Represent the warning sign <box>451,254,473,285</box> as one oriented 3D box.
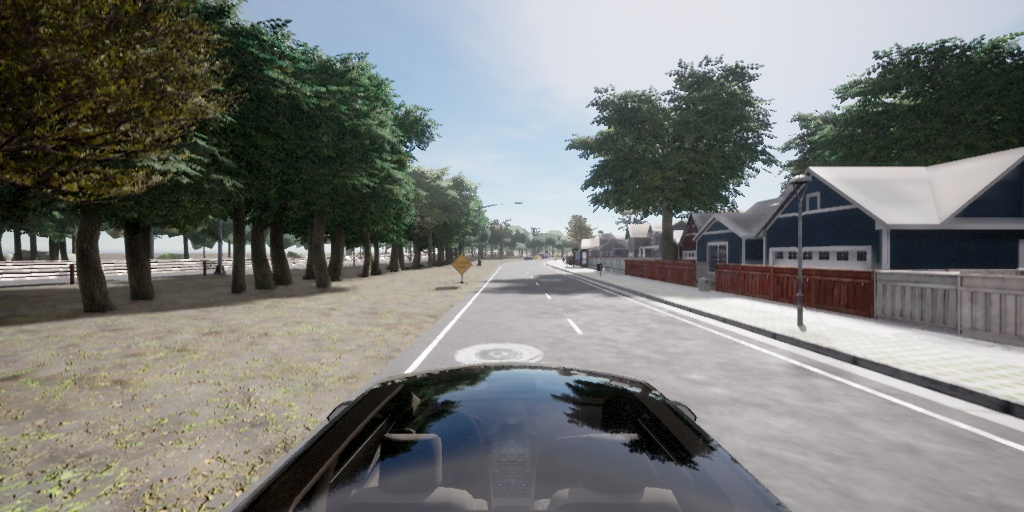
[{"bbox_3d":[-3.050,0.799,21.872,1.300,1.860,1.060,0,0,0],"label":"warning sign"}]
